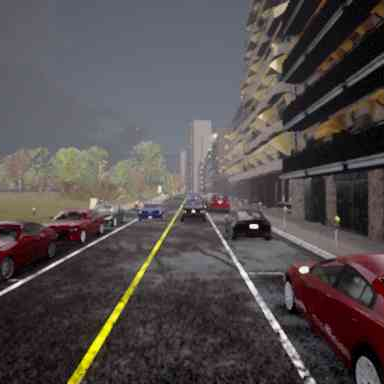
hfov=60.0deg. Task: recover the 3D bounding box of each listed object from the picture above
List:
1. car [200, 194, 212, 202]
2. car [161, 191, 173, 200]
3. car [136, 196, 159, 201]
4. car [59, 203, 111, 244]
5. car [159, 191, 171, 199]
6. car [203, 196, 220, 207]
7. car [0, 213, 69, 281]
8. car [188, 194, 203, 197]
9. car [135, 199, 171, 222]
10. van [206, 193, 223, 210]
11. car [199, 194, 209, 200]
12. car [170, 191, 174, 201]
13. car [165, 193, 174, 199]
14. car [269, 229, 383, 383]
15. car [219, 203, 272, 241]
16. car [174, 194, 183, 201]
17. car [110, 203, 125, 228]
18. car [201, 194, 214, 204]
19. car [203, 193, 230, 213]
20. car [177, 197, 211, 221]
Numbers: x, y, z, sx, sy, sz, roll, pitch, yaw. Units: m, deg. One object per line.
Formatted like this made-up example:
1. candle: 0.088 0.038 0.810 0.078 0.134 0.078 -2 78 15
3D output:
1. car: 2.577 1.114 61.163 1.947 1.339 4.313 1 0 0
2. car: -5.300 0.790 71.727 2.192 1.841 5.009 1 0 0
3. car: -5.303 1.156 37.805 1.967 1.590 4.097 1 0 0
4. car: -5.306 1.429 15.191 1.887 1.381 4.507 1 0 0
5. car: -5.303 1.080 60.251 1.752 1.417 4.829 1 0 0
6. car: 2.576 1.235 44.181 1.947 1.339 4.313 1 0 0
7. car: -5.307 1.509 9.537 1.802 1.307 4.206 1 0 0
8. car: 0.095 1.212 41.663 1.812 1.442 4.674 0 1 0
9. car: -2.848 1.412 24.896 1.895 1.301 4.718 0 0 0
10. van: 2.578 1.051 38.518 1.690 1.788 3.998 1 0 0
11. car: 2.577 1.035 72.485 1.947 1.339 4.313 1 0 0
12. car: -5.303 1.065 66.075 2.008 1.369 4.403 1 0 0
13. car: -5.303 1.018 77.383 1.802 1.307 4.206 1 0 0
14. car: 2.574 1.509 4.555 1.887 1.381 4.507 1 0 0
15. car: 2.574 1.445 15.877 1.947 1.339 4.313 1 0 0
16. car: -2.755 1.065 66.667 1.994 1.385 4.181 0 0 0
17. car: -5.306 1.393 20.845 2.008 1.369 4.403 1 0 0
18. car: 2.577 1.132 55.503 1.887 1.381 4.507 1 0 0
19. car: 2.578 1.067 32.857 2.192 1.841 5.009 1 0 0
20. car: 0.101 1.357 25.087 2.033 1.411 5.357 0 0 0
